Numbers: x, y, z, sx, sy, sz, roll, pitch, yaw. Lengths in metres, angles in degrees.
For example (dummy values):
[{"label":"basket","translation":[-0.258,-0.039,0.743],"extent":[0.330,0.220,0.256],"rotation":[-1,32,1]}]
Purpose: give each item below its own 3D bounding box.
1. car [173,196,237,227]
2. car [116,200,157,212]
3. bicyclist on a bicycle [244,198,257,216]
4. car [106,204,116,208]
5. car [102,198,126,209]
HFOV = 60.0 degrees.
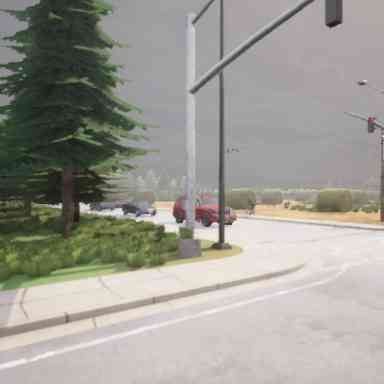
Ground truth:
[{"label":"car","translation":[0.733,1.281,23.557],"extent":[2.150,2.045,5.566],"rotation":[0,0,-34]},{"label":"car","translation":[-5.104,1.552,32.064],"extent":[2.128,1.511,4.902],"rotation":[0,0,-34]},{"label":"bicyclist on a bicycle","translation":[5.292,1.378,30.138],"extent":[1.656,1.620,0.582],"rotation":[0,0,-34]},{"label":"car","translation":[-10.990,1.565,40.669],"extent":[1.837,1.490,4.892],"rotation":[0,0,-34]},{"label":"car","translation":[-11.135,1.632,47.378],"extent":[1.994,1.385,4.181],"rotation":[0,0,-34]}]
